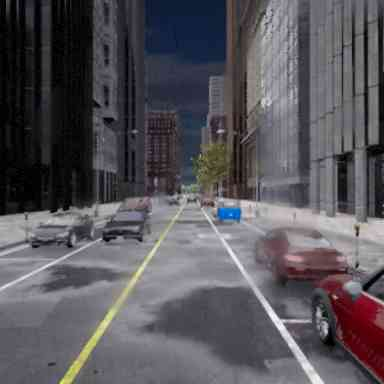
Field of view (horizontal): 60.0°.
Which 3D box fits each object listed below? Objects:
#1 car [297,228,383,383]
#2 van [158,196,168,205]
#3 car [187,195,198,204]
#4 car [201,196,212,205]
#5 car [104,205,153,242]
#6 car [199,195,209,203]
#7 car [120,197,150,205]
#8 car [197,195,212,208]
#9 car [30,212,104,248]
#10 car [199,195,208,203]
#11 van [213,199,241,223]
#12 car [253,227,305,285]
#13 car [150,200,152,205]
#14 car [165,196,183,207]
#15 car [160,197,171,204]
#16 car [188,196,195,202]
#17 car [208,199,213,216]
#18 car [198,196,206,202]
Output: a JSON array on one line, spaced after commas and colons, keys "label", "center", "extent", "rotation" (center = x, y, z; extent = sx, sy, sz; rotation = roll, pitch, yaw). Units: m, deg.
[{"label": "car", "center": [2.856, 1.460, 3.740], "extent": [1.967, 1.590, 4.097], "rotation": [0, 0, 0]}, {"label": "van", "center": [-5.693, 1.602, 65.792], "extent": [1.690, 1.788, 3.998], "rotation": [0, 0, 0]}, {"label": "car", "center": [-0.030, 1.542, 71.491], "extent": [2.097, 1.767, 4.553], "rotation": [0, 0, 0]}, {"label": "car", "center": [2.832, 1.701, 65.779], "extent": [1.967, 1.590, 4.097], "rotation": [0, 0, 0]}, {"label": "car", "center": [-3.107, 1.633, 17.044], "extent": [2.033, 1.411, 5.357], "rotation": [0, 0, 0]}, {"label": "car", "center": [2.826, 1.630, 77.060], "extent": [2.192, 1.841, 5.009], "rotation": [0, 0, 0]}, {"label": "car", "center": [-5.680, 1.461, 31.959], "extent": [2.192, 1.841, 5.009], "rotation": [0, 0, 0]}, {"label": "car", "center": [2.365, 1.565, 53.053], "extent": [2.097, 1.767, 4.553], "rotation": [0, 0, 0]}, {"label": "car", "center": [-5.674, 1.627, 15.039], "extent": [2.008, 1.369, 4.403], "rotation": [0, 0, 0]}, {"label": "car", "center": [2.824, 1.661, 82.698], "extent": [2.192, 1.841, 5.009], "rotation": [0, 0, 0]}, {"label": "van", "center": [2.848, 1.467, 26.301], "extent": [1.690, 1.788, 3.998], "rotation": [0, 0, 0]}, {"label": "car", "center": [2.854, 1.631, 9.381], "extent": [1.802, 1.307, 4.206], "rotation": [0, 0, 0]}, {"label": "car", "center": [-5.682, 1.481, 37.600], "extent": [2.192, 1.841, 5.009], "rotation": [0, 0, 0]}, {"label": "car", "center": [-3.073, 1.828, 57.328], "extent": [1.895, 1.301, 4.718], "rotation": [0, 0, 1]}, {"label": "car", "center": [-5.697, 1.852, 71.430], "extent": [1.947, 1.339, 4.313], "rotation": [0, 0, 0]}, {"label": "car", "center": [-0.038, 1.867, 90.893], "extent": [1.882, 1.535, 5.008], "rotation": [0, 0, 0]}, {"label": "car", "center": [2.846, 1.672, 32.112], "extent": [1.752, 1.417, 4.829], "rotation": [0, 0, 0]}, {"label": "car", "center": [2.819, 1.847, 93.977], "extent": [1.967, 1.590, 4.097], "rotation": [0, 0, 0]}]
